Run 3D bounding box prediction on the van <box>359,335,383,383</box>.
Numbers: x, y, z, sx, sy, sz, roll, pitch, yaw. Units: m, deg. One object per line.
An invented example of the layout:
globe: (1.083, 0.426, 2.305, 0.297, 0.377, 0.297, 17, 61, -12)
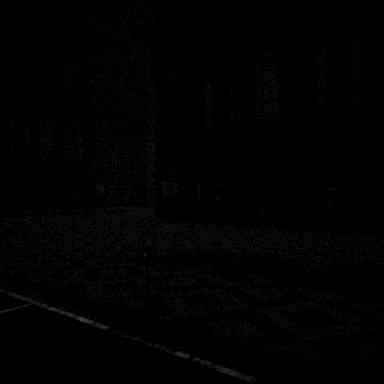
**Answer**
van: (2.692, 1.341, 1.063, 3.998, 1.788, 1.690, 0, 0, 35)
